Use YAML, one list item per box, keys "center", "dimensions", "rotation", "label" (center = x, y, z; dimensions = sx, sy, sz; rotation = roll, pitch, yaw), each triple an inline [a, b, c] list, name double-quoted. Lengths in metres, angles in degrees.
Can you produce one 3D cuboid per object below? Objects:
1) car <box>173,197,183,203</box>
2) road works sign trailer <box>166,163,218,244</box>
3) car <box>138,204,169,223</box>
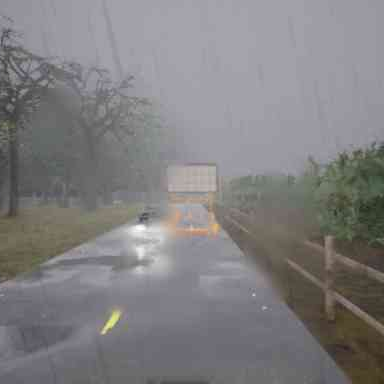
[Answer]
- center: [-2.745, 1.721, 66.832]
  dimensions: [2.033, 1.411, 5.357]
  rotation: [0, -1, 0]
  label: "car"
- center: [0.002, 0.437, 15.627]
  dimensions: [2.380, 3.560, 2.880]
  rotation: [0, 0, 0]
  label: "road works sign trailer"
- center: [-2.846, 1.581, 25.154]
  dimensions: [1.895, 1.301, 4.718]
  rotation: [0, 0, 0]
  label: "car"
